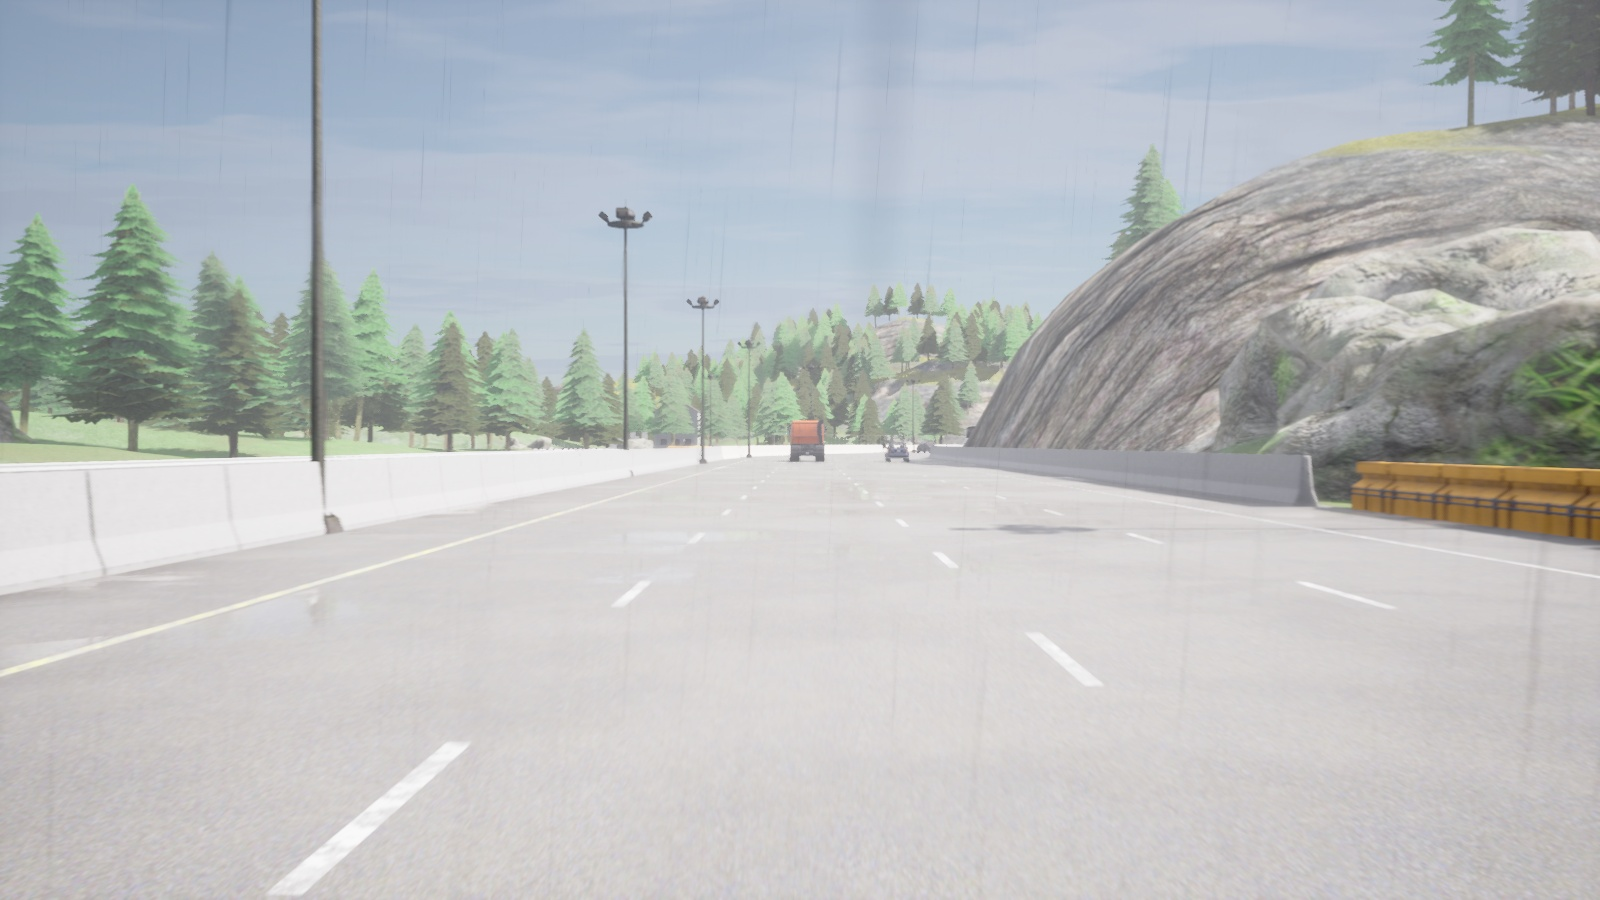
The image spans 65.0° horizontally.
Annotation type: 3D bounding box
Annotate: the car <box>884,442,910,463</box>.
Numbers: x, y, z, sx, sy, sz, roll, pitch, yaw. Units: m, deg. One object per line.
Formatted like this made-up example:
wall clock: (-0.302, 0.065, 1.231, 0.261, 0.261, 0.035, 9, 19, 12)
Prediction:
car: (7.574, 0.184, 98.124, 1.789, 1.549, 3.705, 0, 0, 0)
